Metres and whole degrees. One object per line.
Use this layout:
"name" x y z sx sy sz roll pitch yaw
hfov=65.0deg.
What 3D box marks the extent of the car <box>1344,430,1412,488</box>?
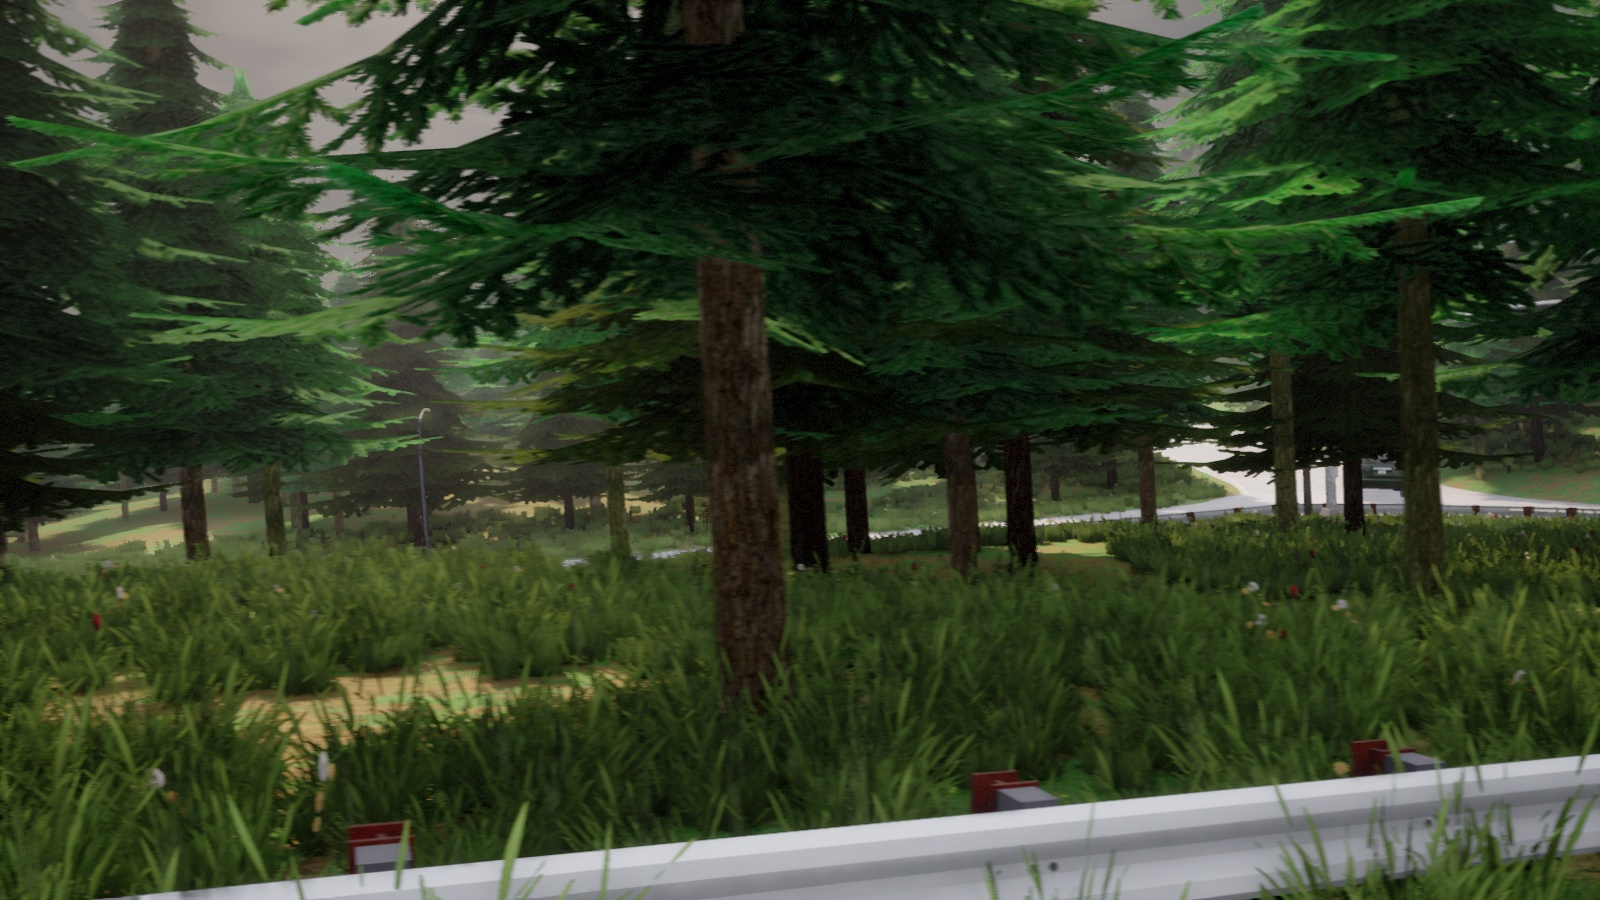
"car" 23.841 0.316 51.971 2.150 2.045 5.566 -1 3 21
